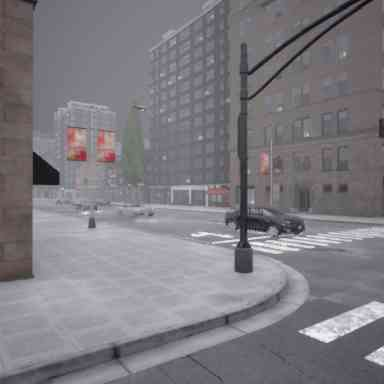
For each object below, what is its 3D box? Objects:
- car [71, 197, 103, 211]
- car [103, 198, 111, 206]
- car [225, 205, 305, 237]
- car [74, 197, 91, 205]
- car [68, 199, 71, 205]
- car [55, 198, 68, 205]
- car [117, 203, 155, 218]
[{"bbox_3d":[-13.762,1.659,43.388,1.837,1.490,4.892,0,1,-35],"label":"car"},{"bbox_3d":[-15.702,1.706,57.526,2.128,1.511,4.902,0,0,-36],"label":"car"},{"bbox_3d":[3.947,1.518,18.675,1.882,1.535,5.008,0,0,-36],"label":"car"},{"bbox_3d":[-21.872,1.754,66.122,1.837,1.490,4.892,0,0,-36],"label":"car"},{"bbox_3d":[-19.046,1.778,56.618,1.994,1.385,4.181,0,0,-36],"label":"car"},{"bbox_3d":[-25.246,1.799,65.242,2.033,1.411,5.357,0,0,-36],"label":"car"},{"bbox_3d":[-5.379,1.704,31.665,1.895,1.301,4.718,0,0,-36],"label":"car"}]
